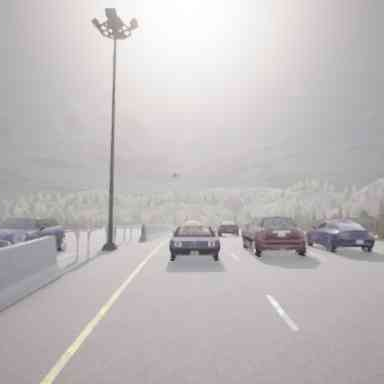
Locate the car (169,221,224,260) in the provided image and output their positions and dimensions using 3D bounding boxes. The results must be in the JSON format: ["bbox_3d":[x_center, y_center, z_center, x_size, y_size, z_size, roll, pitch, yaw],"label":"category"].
[{"bbox_3d":[0.097,2.032,14.087,1.895,1.301,4.718,0,-3,0],"label":"car"}]

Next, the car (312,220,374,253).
[{"bbox_3d":[7.097,2.105,16.361,1.812,1.442,4.674,0,-4,0],"label":"car"}]

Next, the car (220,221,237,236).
[{"bbox_3d":[3.591,3.719,34.185,1.882,1.535,5.008,0,-6,0],"label":"car"}]

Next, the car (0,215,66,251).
[{"bbox_3d":[-7.027,1.773,13.896,2.097,1.767,4.553,0,-3,0],"label":"car"}]

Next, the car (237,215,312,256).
[{"bbox_3d":[3.596,1.869,15.437,2.097,1.767,4.553,0,-4,0],"label":"car"}]

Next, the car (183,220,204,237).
[{"bbox_3d":[0.092,3.530,32.284,1.882,1.535,5.008,0,-6,0],"label":"car"}]
